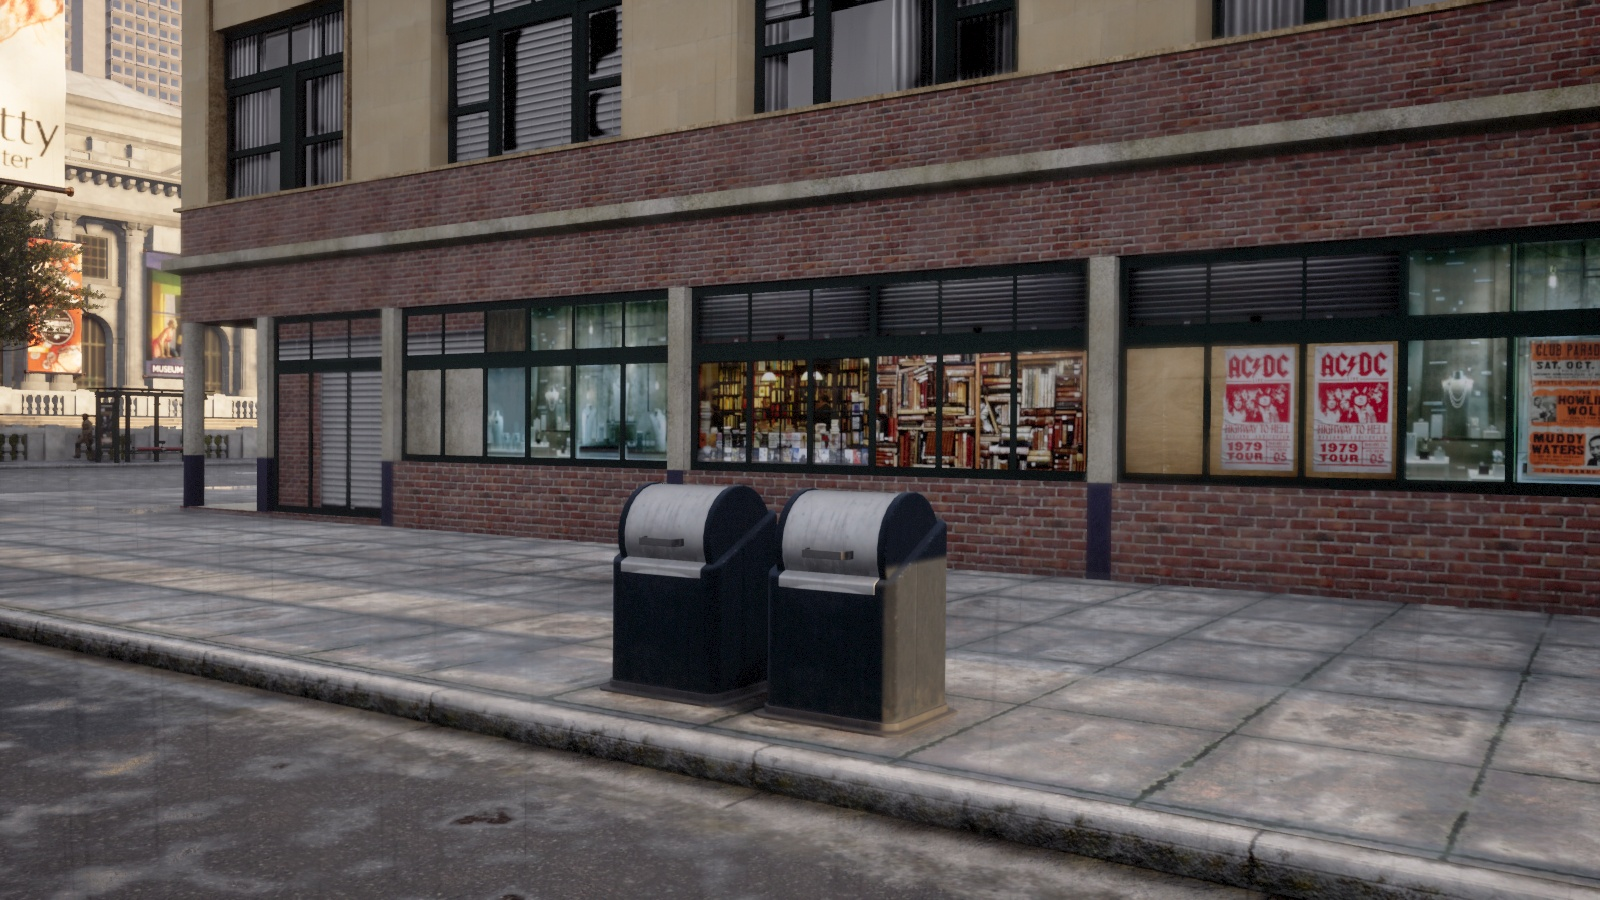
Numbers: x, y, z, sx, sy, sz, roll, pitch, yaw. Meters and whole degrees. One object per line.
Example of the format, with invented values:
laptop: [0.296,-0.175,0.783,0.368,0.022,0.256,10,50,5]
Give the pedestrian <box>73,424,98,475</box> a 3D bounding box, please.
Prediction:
pedestrian: [-27.106,-0.017,47.614,0.396,1.930,0.692,0,1,26]
